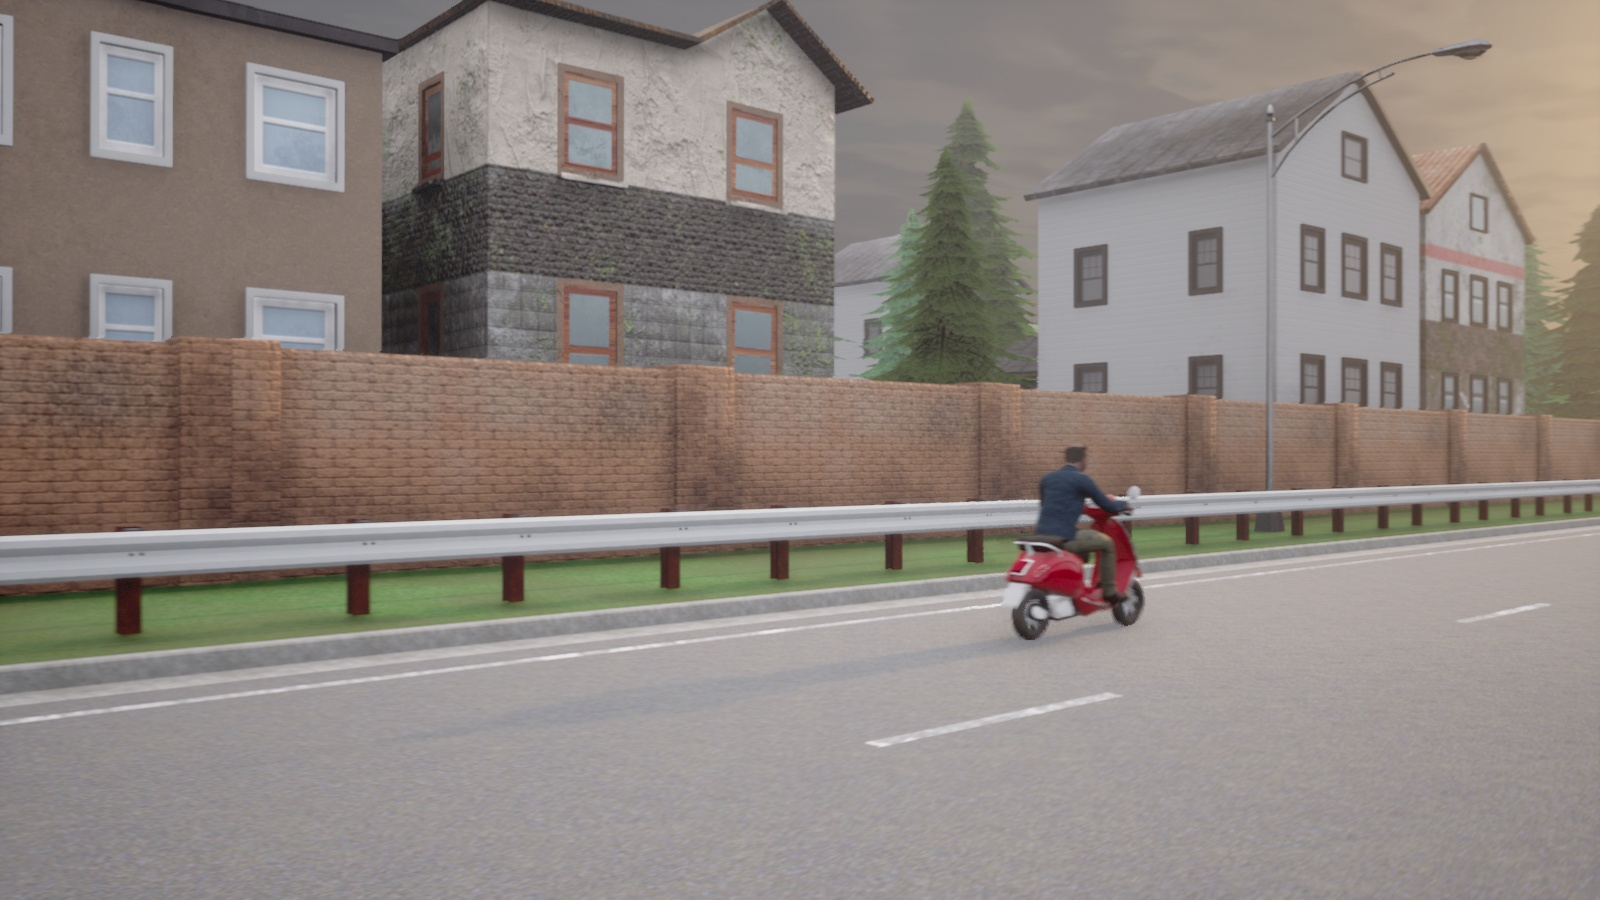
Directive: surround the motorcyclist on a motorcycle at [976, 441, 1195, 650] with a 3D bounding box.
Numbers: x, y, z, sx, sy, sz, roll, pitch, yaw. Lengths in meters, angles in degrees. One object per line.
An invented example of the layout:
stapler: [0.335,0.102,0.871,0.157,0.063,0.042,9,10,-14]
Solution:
motorcyclist on a motorcycle: [2.403,0.727,10.483,1.817,1.590,0.866,0,0,-41]
